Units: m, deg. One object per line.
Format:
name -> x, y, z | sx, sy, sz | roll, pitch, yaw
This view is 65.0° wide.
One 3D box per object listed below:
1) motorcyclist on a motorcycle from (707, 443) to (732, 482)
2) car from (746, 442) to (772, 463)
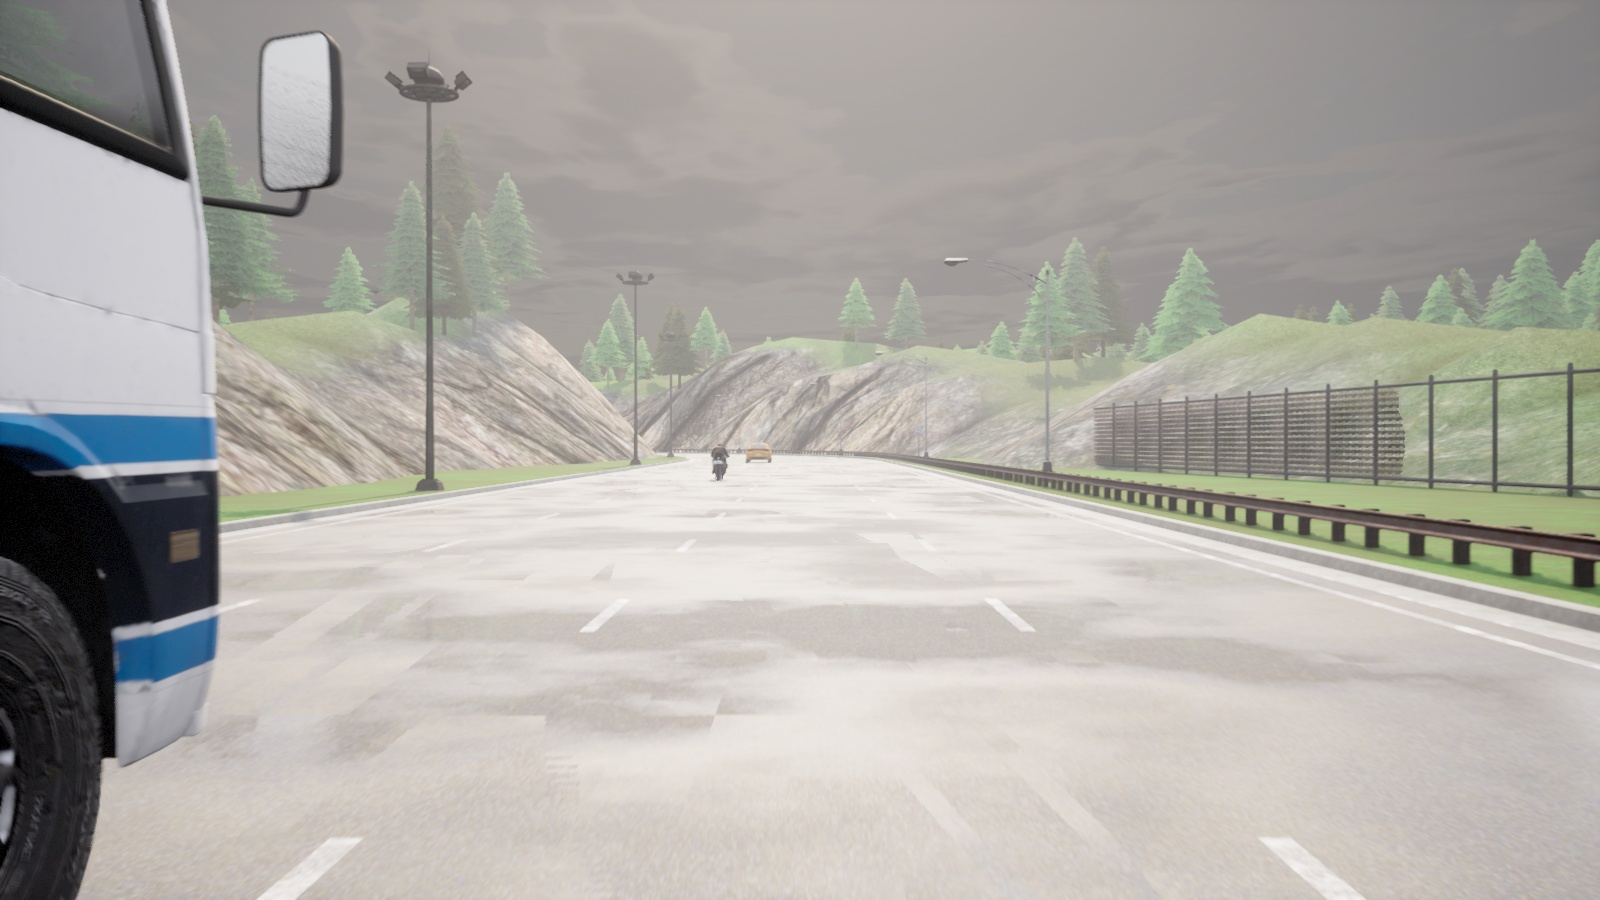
motorcyclist on a motorcycle -> -3.242, 0.492, 51.003 | 0.866, 1.530, 2.191 | 0, 0, 0
car -> -3.128, 0.177, 96.785 | 1.882, 1.535, 5.008 | 0, 0, 0
